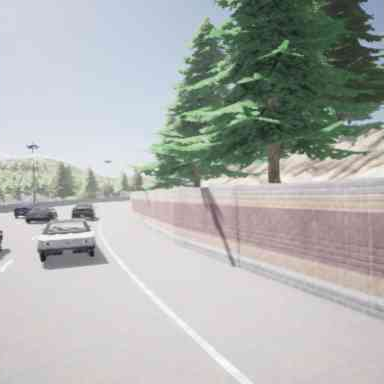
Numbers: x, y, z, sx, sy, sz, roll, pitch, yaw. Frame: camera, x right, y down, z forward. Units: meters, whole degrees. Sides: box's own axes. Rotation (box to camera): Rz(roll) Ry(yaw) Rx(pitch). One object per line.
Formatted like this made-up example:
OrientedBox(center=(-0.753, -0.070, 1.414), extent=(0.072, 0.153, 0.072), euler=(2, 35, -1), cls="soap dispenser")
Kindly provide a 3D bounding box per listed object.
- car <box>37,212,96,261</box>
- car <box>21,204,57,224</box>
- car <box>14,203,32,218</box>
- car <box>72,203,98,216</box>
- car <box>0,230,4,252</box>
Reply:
OrientedBox(center=(-4.919, 1.738, 13.190), extent=(1.895, 1.301, 4.718), euler=(-2, 0, -20), cls="car")
OrientedBox(center=(-13.164, 1.946, 29.369), extent=(1.994, 1.385, 4.181), euler=(-2, 0, -13), cls="car")
OrientedBox(center=(-18.103, 2.011, 36.958), extent=(1.882, 1.535, 5.008), euler=(-2, 0, -9), cls="car")
OrientedBox(center=(-9.872, 1.772, 30.605), extent=(1.837, 1.490, 4.892), euler=(-2, 0, -12), cls="car")
OrientedBox(center=(-8.233, 1.854, 12.090), extent=(1.895, 1.301, 4.718), euler=(-2, 0, -20), cls="car")
